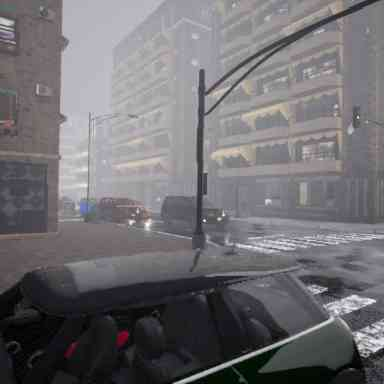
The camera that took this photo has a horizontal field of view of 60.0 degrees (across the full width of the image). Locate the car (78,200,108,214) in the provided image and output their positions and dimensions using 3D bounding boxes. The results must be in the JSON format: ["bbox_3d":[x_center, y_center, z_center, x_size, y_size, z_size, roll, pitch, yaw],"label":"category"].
[{"bbox_3d":[-11.301,1.657,37.755,1.994,1.385,4.181,1,-1,-35],"label":"car"}]

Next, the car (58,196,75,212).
[{"bbox_3d":[-15.278,1.368,39.068,2.192,1.841,5.009,1,-1,-35],"label":"car"}]

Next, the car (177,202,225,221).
[{"bbox_3d":[0.735,1.686,30.141,1.752,1.417,4.829,1,-1,-35],"label":"car"}]

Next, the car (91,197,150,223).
[{"bbox_3d":[-5.583,1.310,25.437,2.192,1.841,5.009,1,-1,-35],"label":"car"}]

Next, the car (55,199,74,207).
[{"bbox_3d":[-22.539,1.848,58.613,1.895,1.301,4.718,1,-1,-36],"label":"car"}]

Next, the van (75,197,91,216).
[{"bbox_3d":[-8.815,1.355,29.980,1.690,1.788,3.998,1,-1,-35],"label":"van"}]

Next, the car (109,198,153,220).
[{"bbox_3d":[-5.564,1.410,29.672,2.097,1.767,4.553,1,-1,-35],"label":"car"}]

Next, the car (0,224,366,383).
[{"bbox_3d":[-0.771,1.353,2.455,4.553,1.767,2.097,0,0,-34],"label":"car"}]

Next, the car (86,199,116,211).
[{"bbox_3d":[-12.135,1.723,43.989,2.033,1.411,5.357,1,-1,-35],"label":"car"}]

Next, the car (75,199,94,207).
[{"bbox_3d":[-18.557,1.867,57.262,1.802,1.307,4.206,1,-1,-35],"label":"car"}]

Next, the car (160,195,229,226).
[{"bbox_3d":[0.010,1.249,21.827,2.150,2.045,5.566,1,-1,-36],"label":"car"}]
